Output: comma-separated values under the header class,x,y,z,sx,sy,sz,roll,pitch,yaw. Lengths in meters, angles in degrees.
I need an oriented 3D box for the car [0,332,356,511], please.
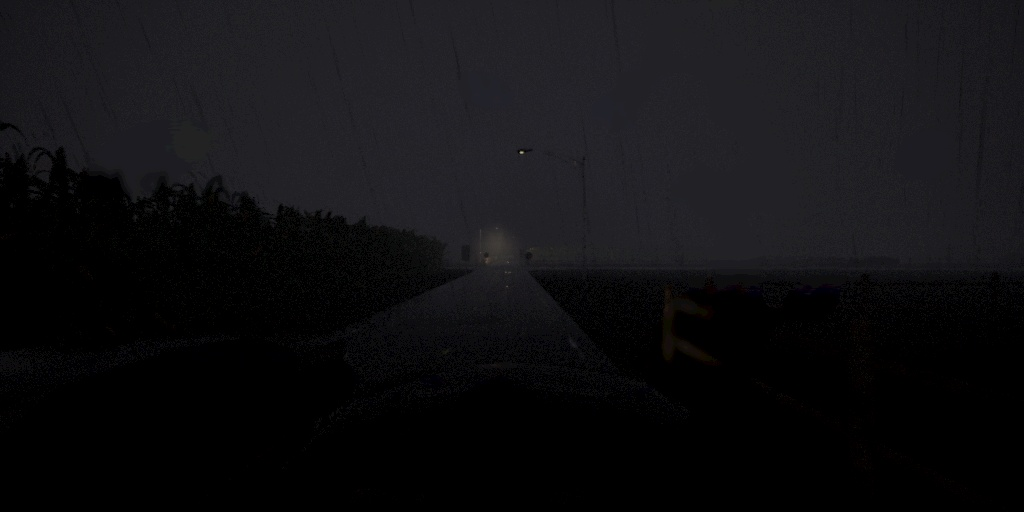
class,x,y,z,sx,sy,sz,roll,pitch,yaw
car,-2.850,1.296,2.128,2.033,1.411,5.357,0,0,0
